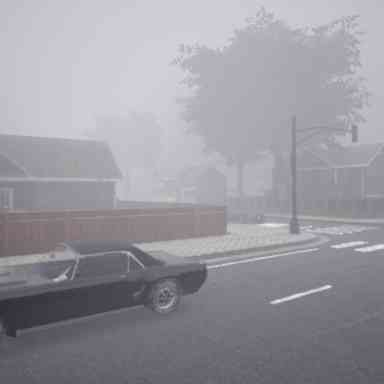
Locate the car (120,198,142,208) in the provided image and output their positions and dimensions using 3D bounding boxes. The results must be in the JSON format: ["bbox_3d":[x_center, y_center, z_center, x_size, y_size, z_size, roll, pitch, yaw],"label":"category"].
[{"bbox_3d":[-9.669,1.679,54.028,2.097,1.767,4.553,-1,0,-28],"label":"car"}]

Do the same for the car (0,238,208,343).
[{"bbox_3d":[-2.108,1.601,6.052,4.718,1.301,1.895,0,0,-34],"label":"car"}]

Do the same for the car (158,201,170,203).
[{"bbox_3d":[-3.150,1.754,36.979,1.812,1.442,4.674,-1,0,-31],"label":"car"}]

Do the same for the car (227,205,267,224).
[{"bbox_3d":[3.827,1.701,26.127,1.994,1.385,4.181,-1,0,-34],"label":"car"}]
